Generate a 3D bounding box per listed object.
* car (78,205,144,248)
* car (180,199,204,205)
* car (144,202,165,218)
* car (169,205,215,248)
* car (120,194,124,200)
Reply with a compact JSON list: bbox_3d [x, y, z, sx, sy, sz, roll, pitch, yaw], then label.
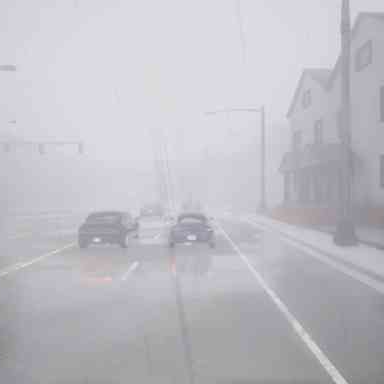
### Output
[{"bbox_3d":[-3.500,1.515,14.650,1.837,1.490,4.892,0,0,0],"label":"car"},{"bbox_3d":[-0.001,1.370,29.621,2.097,1.767,4.553,0,0,0],"label":"car"},{"bbox_3d":[-3.501,1.576,29.650,1.994,1.385,4.181,0,0,0],"label":"car"},{"bbox_3d":[0.000,1.532,14.650,1.812,1.442,4.674,0,0,0],"label":"car"},{"bbox_3d":[-18.710,1.351,92.944,2.097,1.767,4.553,0,0,2],"label":"car"}]
